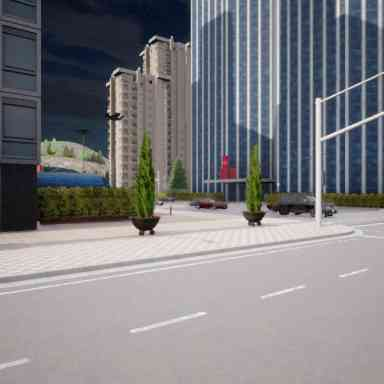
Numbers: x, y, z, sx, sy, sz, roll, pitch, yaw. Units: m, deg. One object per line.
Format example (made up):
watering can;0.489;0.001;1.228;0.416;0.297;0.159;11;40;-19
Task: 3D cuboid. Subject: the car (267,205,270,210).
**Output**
car;10.459;1.601;35.651;1.895;1.301;4.718;0;0;-36

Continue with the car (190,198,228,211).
car;2.326;1.478;40.915;1.882;1.535;5.008;0;0;-36

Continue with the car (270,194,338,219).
car;10.193;1.222;30.059;2.150;2.045;5.566;0;0;-36

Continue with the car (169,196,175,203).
car;-5.354;1.498;69.722;2.128;1.511;4.902;0;0;-36

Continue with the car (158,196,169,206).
car;-6.252;1.492;52.809;2.128;1.511;4.902;0;0;-36
